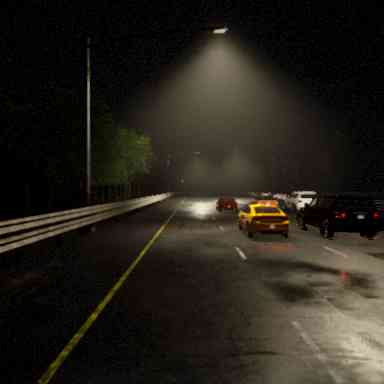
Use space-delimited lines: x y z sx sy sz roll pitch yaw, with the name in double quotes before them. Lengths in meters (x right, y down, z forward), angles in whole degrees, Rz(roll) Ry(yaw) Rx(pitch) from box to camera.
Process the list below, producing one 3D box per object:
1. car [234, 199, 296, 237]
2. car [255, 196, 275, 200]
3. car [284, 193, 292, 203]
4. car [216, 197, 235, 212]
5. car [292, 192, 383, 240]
"car" 3.591 1.376 17.313 1.882 1.535 5.008 0 0 0
"car" 7.093 1.132 32.948 2.097 1.767 4.553 0 0 0
"car" 10.594 1.006 32.413 2.150 2.045 5.566 0 0 0
"car" 3.593 1.242 34.787 1.882 1.535 5.008 0 0 0
"car" 7.097 1.124 16.661 2.150 2.045 5.566 0 0 0
